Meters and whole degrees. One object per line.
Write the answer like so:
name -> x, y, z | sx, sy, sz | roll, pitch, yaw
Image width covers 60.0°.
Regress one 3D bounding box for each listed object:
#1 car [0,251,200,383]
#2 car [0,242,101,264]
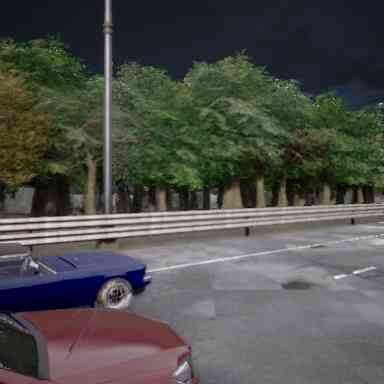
car -> -2.095, 1.514, 2.242 | 4.674, 1.442, 1.812 | -1, 1, -35
car -> -3.133, 1.569, 5.827 | 4.718, 1.301, 1.895 | 0, 0, -36
